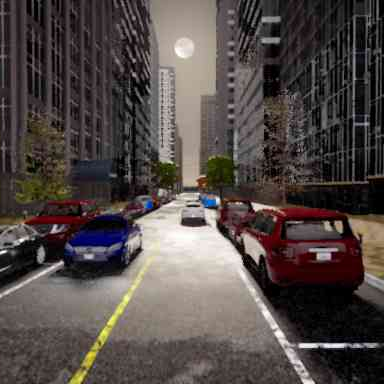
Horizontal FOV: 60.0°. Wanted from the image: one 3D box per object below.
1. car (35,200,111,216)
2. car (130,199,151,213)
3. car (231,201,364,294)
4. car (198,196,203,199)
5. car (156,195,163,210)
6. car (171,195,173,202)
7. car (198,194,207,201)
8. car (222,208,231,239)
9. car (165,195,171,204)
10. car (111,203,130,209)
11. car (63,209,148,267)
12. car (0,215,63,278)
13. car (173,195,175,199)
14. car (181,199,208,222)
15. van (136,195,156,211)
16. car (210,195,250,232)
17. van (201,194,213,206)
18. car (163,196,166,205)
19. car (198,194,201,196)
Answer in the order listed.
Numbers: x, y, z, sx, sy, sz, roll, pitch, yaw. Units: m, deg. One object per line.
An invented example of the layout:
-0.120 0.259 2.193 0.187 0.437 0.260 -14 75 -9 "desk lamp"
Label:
-5.329 1.311 14.355 2.192 1.841 5.009 -1 0 0 "car"
-5.325 1.576 31.301 1.802 1.307 4.206 -1 0 0 "car"
2.518 1.312 8.736 2.192 1.841 5.009 -1 0 0 "car"
0.100 1.559 43.070 1.994 1.385 4.181 0 0 0 "car"
-5.329 1.310 42.598 2.192 1.841 5.009 -1 0 0 "car"
-5.328 1.543 65.193 1.887 1.381 4.507 -1 0 0 "car"
2.552 1.319 82.169 2.192 1.841 5.009 -1 0 0 "car"
2.522 1.578 14.384 1.802 1.307 4.206 -1 0 0 "car"
-5.325 1.579 59.544 1.802 1.307 4.206 -1 0 0 "car"
-5.325 1.546 20.004 2.008 1.369 4.403 -1 0 0 "car"
-2.831 1.522 11.491 1.812 1.442 4.674 0 0 0 "car"
-5.325 1.548 8.706 2.008 1.369 4.403 -1 0 0 "car"
-5.327 1.440 70.841 1.967 1.590 4.097 -1 0 0 "car"
0.096 1.520 26.405 1.812 1.442 4.674 0 0 0 "car"
-5.328 1.335 36.949 1.690 1.788 3.998 -1 0 0 "van"
2.519 1.310 20.033 2.192 1.841 5.009 -1 0 0 "car"
2.552 1.337 48.277 1.690 1.788 3.998 -1 0 0 "van"
-5.325 1.540 48.247 1.887 1.381 4.507 -1 0 0 "car"
2.555 1.548 59.575 2.008 1.369 4.403 -1 0 0 "car"
